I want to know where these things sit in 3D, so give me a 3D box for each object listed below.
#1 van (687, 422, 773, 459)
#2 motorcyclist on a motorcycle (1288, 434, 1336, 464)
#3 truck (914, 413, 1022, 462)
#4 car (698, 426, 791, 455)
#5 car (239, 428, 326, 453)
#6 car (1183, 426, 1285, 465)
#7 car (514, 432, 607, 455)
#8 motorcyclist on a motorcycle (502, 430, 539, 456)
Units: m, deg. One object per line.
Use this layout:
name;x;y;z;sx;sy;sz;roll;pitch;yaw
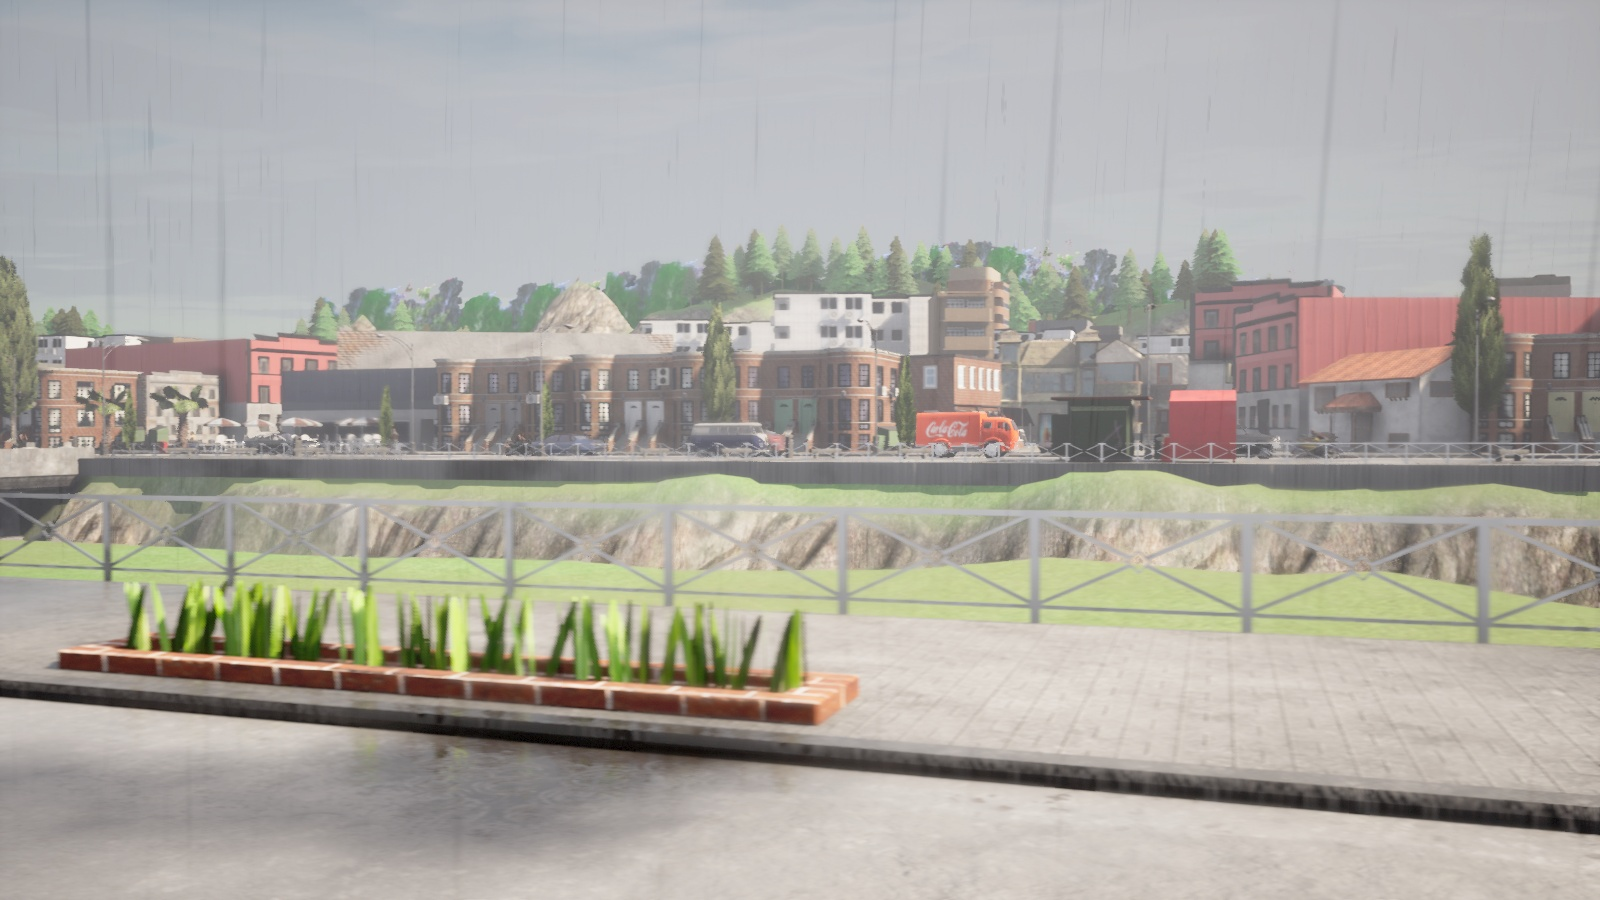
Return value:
van;-3.921;-0.558;70.126;4.442;1.987;1.775;1;1;19
motorcyclist on a motorcycle;26.179;-0.069;64.232;2.191;1.530;0.866;1;1;19
truck;8.831;-0.681;65.837;5.204;2.467;2.627;1;1;19
car;-3.270;-0.594;74.126;5.027;1.651;2.152;1;1;19
car;-32.926;-0.620;79.878;4.902;1.511;2.128;1;1;19
car;21.273;-0.264;61.659;4.605;1.855;1.932;1;1;19
car;-14.904;-0.432;78.040;5.357;1.411;2.033;1;1;19
motorcyclist on a motorcycle;-16.552;-0.445;74.375;2.044;1.523;0.797;1;1;19
